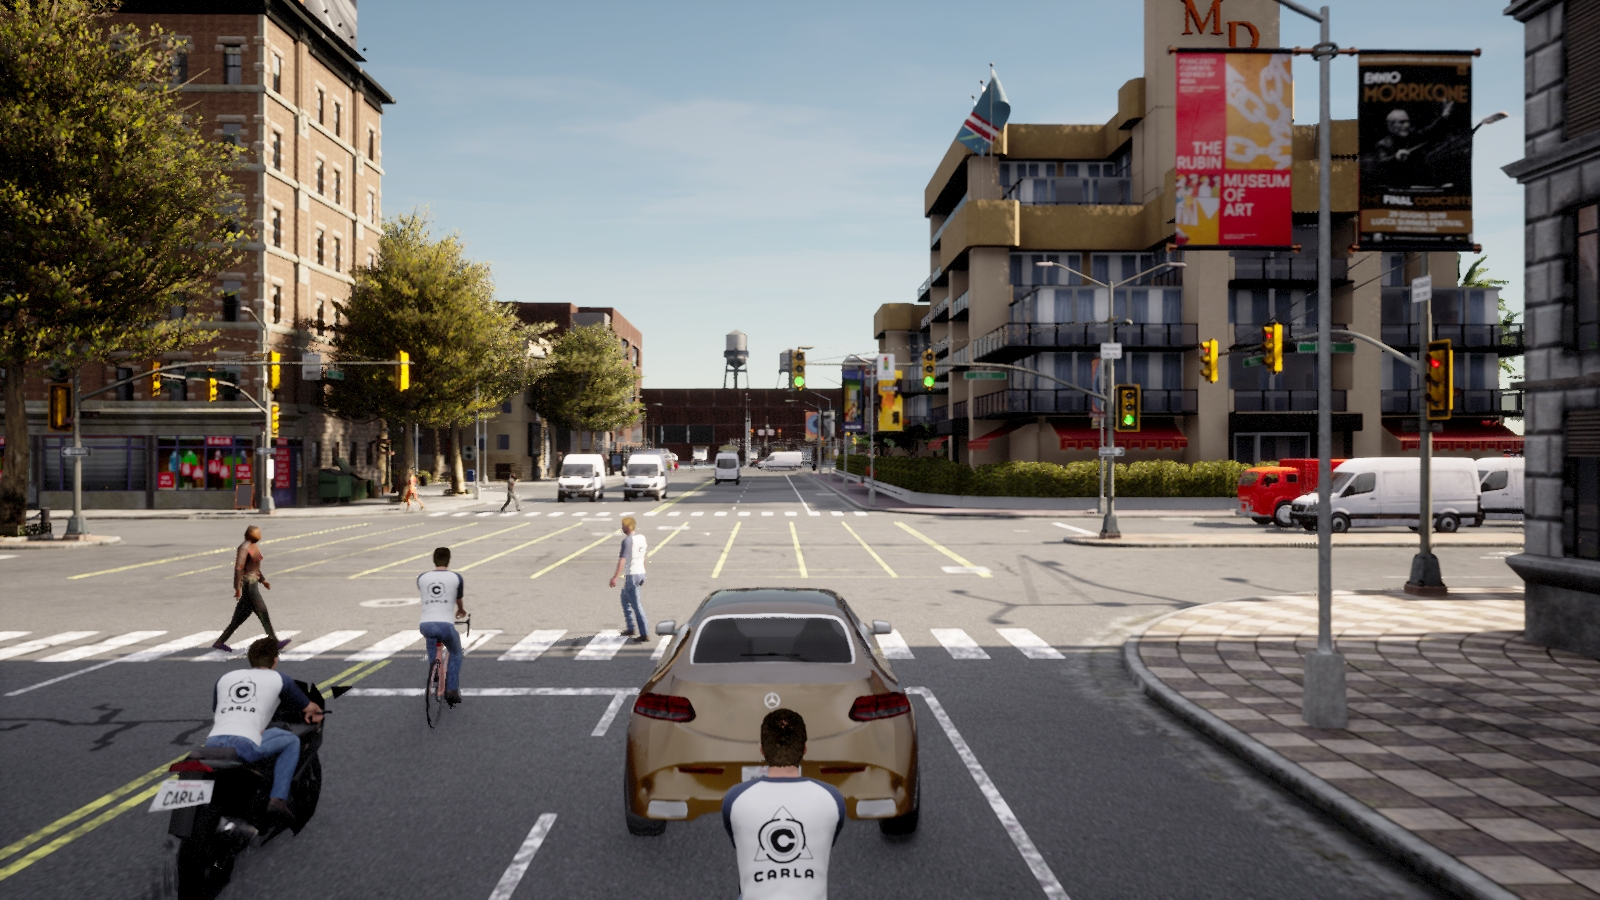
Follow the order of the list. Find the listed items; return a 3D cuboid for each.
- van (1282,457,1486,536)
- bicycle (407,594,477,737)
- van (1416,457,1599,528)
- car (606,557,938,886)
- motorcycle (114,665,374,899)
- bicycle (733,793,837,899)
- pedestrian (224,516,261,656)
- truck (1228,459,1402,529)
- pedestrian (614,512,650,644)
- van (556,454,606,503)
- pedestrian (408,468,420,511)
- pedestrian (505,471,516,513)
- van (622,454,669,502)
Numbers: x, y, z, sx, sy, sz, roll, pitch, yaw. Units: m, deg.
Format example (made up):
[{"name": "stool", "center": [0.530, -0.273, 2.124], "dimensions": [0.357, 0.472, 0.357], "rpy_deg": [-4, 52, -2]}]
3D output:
[{"name": "van", "center": [19.641, 1.534, 38.595], "dimensions": [5.915, 2.561, 1.988], "rpy_deg": [0, 0, -1]}, {"name": "bicycle", "center": [-3.726, 2.206, 11.967], "dimensions": [0.373, 1.196, 1.643], "rpy_deg": [0, 0, -6]}, {"name": "van", "center": [26.244, 1.534, 42.206], "dimensions": [5.915, 2.561, 1.988], "rpy_deg": [0, 0, -1]}, {"name": "car", "center": [-0.226, 1.992, 9.918], "dimensions": [2.152, 1.651, 5.027], "rpy_deg": [0, 0, -1]}, {"name": "motorcycle", "center": [-3.630, 2.213, 7.700], "dimensions": [0.803, 1.145, 2.033], "rpy_deg": [0, 0, -1]}, {"name": "bicycle", "center": [-0.066, 2.206, 4.529], "dimensions": [0.373, 1.196, 1.643], "rpy_deg": [0, 0, -1]}, {"name": "pedestrian", "center": [-7.623, 1.849, 15.631], "dimensions": [0.375, 1.860, 0.375], "rpy_deg": [0, 0, -11]}, {"name": "truck", "center": [18.884, 1.568, 42.086], "dimensions": [5.204, 2.467, 2.627], "rpy_deg": [0, 0, -2]}, {"name": "pedestrian", "center": [-2.435, 1.848, 16.603], "dimensions": [0.375, 1.860, 0.375], "rpy_deg": [0, 0, 22]}, {"name": "van", "center": [-12.095, 1.535, 63.403], "dimensions": [1.988, 2.561, 5.915], "rpy_deg": [0, 0, -3]}, {"name": "pedestrian", "center": [-16.963, 1.734, 50.188], "dimensions": [0.375, 1.860, 0.375], "rpy_deg": [0, 0, 8]}, {"name": "pedestrian", "center": [-12.883, 1.850, 50.888], "dimensions": [0.375, 1.860, 0.375], "rpy_deg": [0, 0, 6]}, {"name": "van", "center": [-8.644, 1.535, 64.284], "dimensions": [1.988, 2.561, 5.915], "rpy_deg": [0, 0, -1]}]
